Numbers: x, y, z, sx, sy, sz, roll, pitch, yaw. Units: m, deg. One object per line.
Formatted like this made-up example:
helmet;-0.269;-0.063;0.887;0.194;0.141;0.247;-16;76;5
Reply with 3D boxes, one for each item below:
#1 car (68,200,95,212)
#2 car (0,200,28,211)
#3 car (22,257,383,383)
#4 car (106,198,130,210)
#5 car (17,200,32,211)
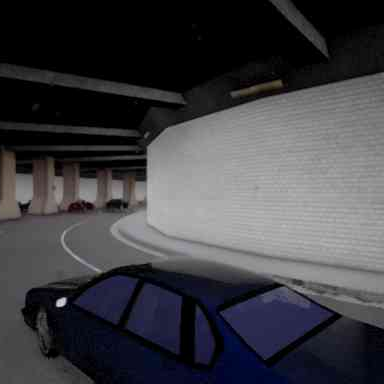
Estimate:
car;-13.464;1.660;40.748;1.994;1.385;4.181;0;0;4
car;-23.992;1.726;43.892;1.895;1.301;4.718;0;0;6
car;-0.222;1.555;4.009;5.357;1.411;2.033;0;0;45
car;-9.682;1.574;43.649;1.882;1.535;5.008;0;0;7
car;-20.509;1.712;43.552;2.033;1.411;5.357;0;0;6
